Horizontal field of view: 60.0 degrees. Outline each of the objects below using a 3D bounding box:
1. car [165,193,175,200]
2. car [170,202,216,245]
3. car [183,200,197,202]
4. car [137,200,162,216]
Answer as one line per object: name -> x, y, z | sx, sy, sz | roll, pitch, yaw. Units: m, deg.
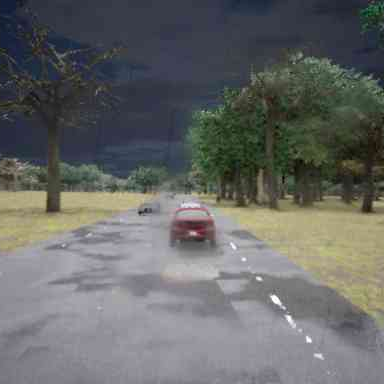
car -> -4.773, 0.948, 72.520 | 2.033, 1.411, 5.357 | 0, 1, -2
car -> 0.023, 1.445, 15.300 | 1.882, 1.535, 5.008 | 0, 0, 0
car -> -0.202, 1.436, 34.336 | 1.895, 1.301, 4.718 | 0, 1, -1
car -> -3.845, 1.430, 30.958 | 1.994, 1.385, 4.181 | 0, 0, -1
